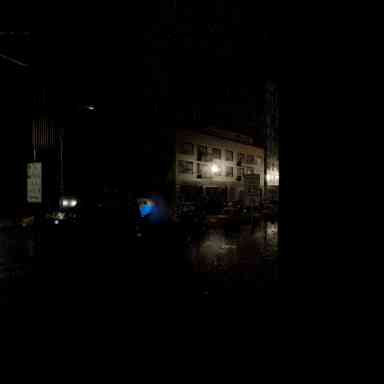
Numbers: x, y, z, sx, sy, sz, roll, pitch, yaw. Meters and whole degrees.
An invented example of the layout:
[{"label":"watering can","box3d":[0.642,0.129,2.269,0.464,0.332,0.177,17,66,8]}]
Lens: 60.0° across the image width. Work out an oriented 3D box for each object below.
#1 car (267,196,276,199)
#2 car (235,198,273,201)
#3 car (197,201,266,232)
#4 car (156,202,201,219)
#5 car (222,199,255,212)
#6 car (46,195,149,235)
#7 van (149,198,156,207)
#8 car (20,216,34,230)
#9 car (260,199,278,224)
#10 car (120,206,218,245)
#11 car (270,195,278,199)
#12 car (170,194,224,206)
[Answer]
[{"label":"car","box3d":[8.836,1.544,43.506,1.947,1.339,4.313,0,0,36]},{"label":"car","box3d":[6.751,1.590,36.238,1.895,1.301,4.718,0,0,36]},{"label":"car","box3d":[2.526,1.532,20.294,1.752,1.417,4.829,0,0,36]},{"label":"car","box3d":[-1.153,1.572,29.741,1.802,1.307,4.206,0,0,36]},{"label":"car","box3d":[5.507,1.549,38.917,1.947,1.339,4.313,0,0,36]},{"label":"car","box3d":[-5.407,1.216,19.507,2.150,2.045,5.566,0,0,36]},{"label":"van","box3d":[-4.483,1.332,25.151,1.690,1.788,3.998,0,0,36]},{"label":"car","box3d":[-7.913,1.514,20.425,1.752,1.417,4.829,0,0,36]},{"label":"car","box3d":[5.855,1.532,24.883,1.752,1.417,4.829,0,0,36]},{"label":"car","box3d":[-0.903,1.556,15.570,2.008,1.369,4.403,0,0,36]},{"label":"car","box3d":[12.167,1.289,48.094,2.192,1.841,5.009,0,0,36]},{"label":"car","box3d":[0.682,1.217,27.890,2.150,2.045,5.566,0,0,36]}]
